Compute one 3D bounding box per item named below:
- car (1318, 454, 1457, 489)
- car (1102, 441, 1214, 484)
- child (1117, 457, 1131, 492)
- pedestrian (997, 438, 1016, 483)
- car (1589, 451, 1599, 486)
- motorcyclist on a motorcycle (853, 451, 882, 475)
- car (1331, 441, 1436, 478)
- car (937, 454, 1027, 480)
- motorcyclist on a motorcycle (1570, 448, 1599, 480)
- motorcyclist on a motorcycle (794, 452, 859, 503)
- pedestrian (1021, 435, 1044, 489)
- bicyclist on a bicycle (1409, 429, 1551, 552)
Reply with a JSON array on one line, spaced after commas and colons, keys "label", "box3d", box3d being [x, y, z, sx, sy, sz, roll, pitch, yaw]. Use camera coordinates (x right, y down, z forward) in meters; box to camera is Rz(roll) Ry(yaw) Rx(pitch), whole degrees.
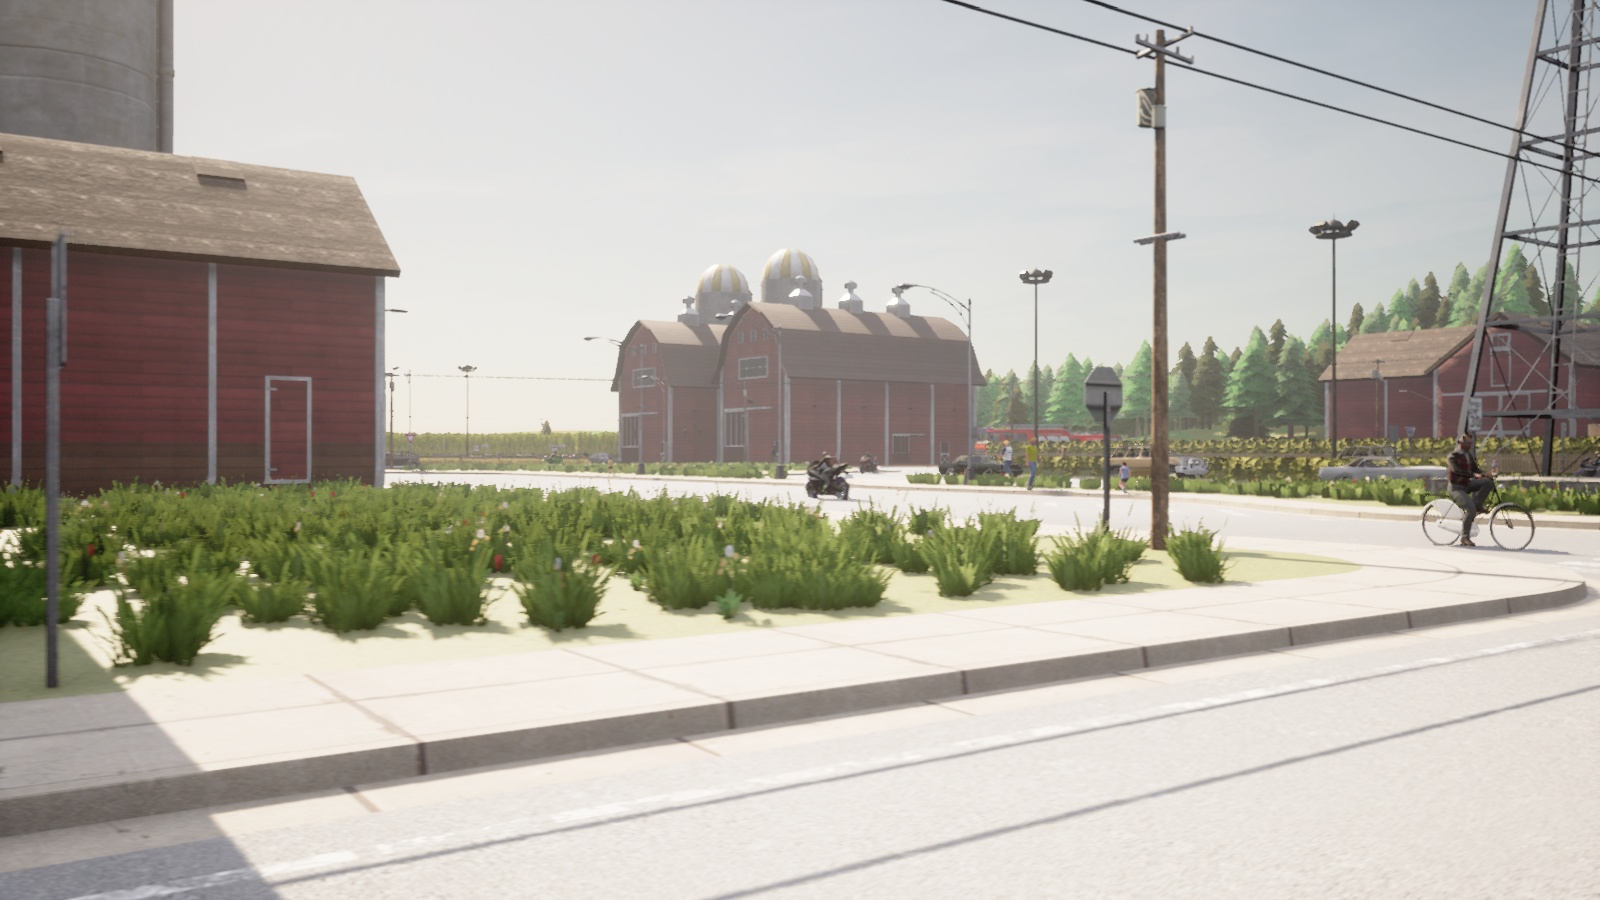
[{"label": "car", "box3d": [22.930, 0.800, 49.047, 4.718, 1.301, 1.895, 0, 0, 33]}, {"label": "car", "box3d": [15.940, 0.555, 56.162, 1.932, 1.855, 4.605, 0, -1, -35]}, {"label": "child", "box3d": [10.372, 0.778, 40.156, 0.255, 1.110, 0.394, 0, 0, -21]}, {"label": "pedestrian", "box3d": [8.478, 0.412, 51.594, 0.354, 1.836, 0.706, 0, 0, -39]}, {"label": "car", "box3d": [34.072, 0.718, 50.660, 4.181, 1.385, 1.994, 0, 0, -29]}, {"label": "motorcyclist on a motorcycle", "box3d": [4.445, 0.845, 82.406, 0.866, 1.530, 2.191, 1, 1, 33]}, {"label": "car", "box3d": [30.420, 0.501, 65.591, 1.932, 1.855, 4.605, 0, 0, -35]}, {"label": "car", "box3d": [9.402, 0.873, 65.339, 1.895, 1.301, 4.718, 0, 0, -36]}, {"label": "motorcyclist on a motorcycle", "box3d": [38.380, 0.681, 60.365, 0.866, 1.530, 2.191, 0, 0, -35]}, {"label": "motorcyclist on a motorcycle", "box3d": [0.810, 0.816, 38.902, 0.866, 1.530, 2.191, 0, 0, -36]}, {"label": "pedestrian", "box3d": [7.953, 0.411, 43.031, 0.354, 1.836, 0.706, 0, 0, -37]}, {"label": "bicyclist on a bicycle", "box3d": [10.344, 0.592, 19.172, 0.659, 1.776, 1.843, 0, 0, -28]}]
